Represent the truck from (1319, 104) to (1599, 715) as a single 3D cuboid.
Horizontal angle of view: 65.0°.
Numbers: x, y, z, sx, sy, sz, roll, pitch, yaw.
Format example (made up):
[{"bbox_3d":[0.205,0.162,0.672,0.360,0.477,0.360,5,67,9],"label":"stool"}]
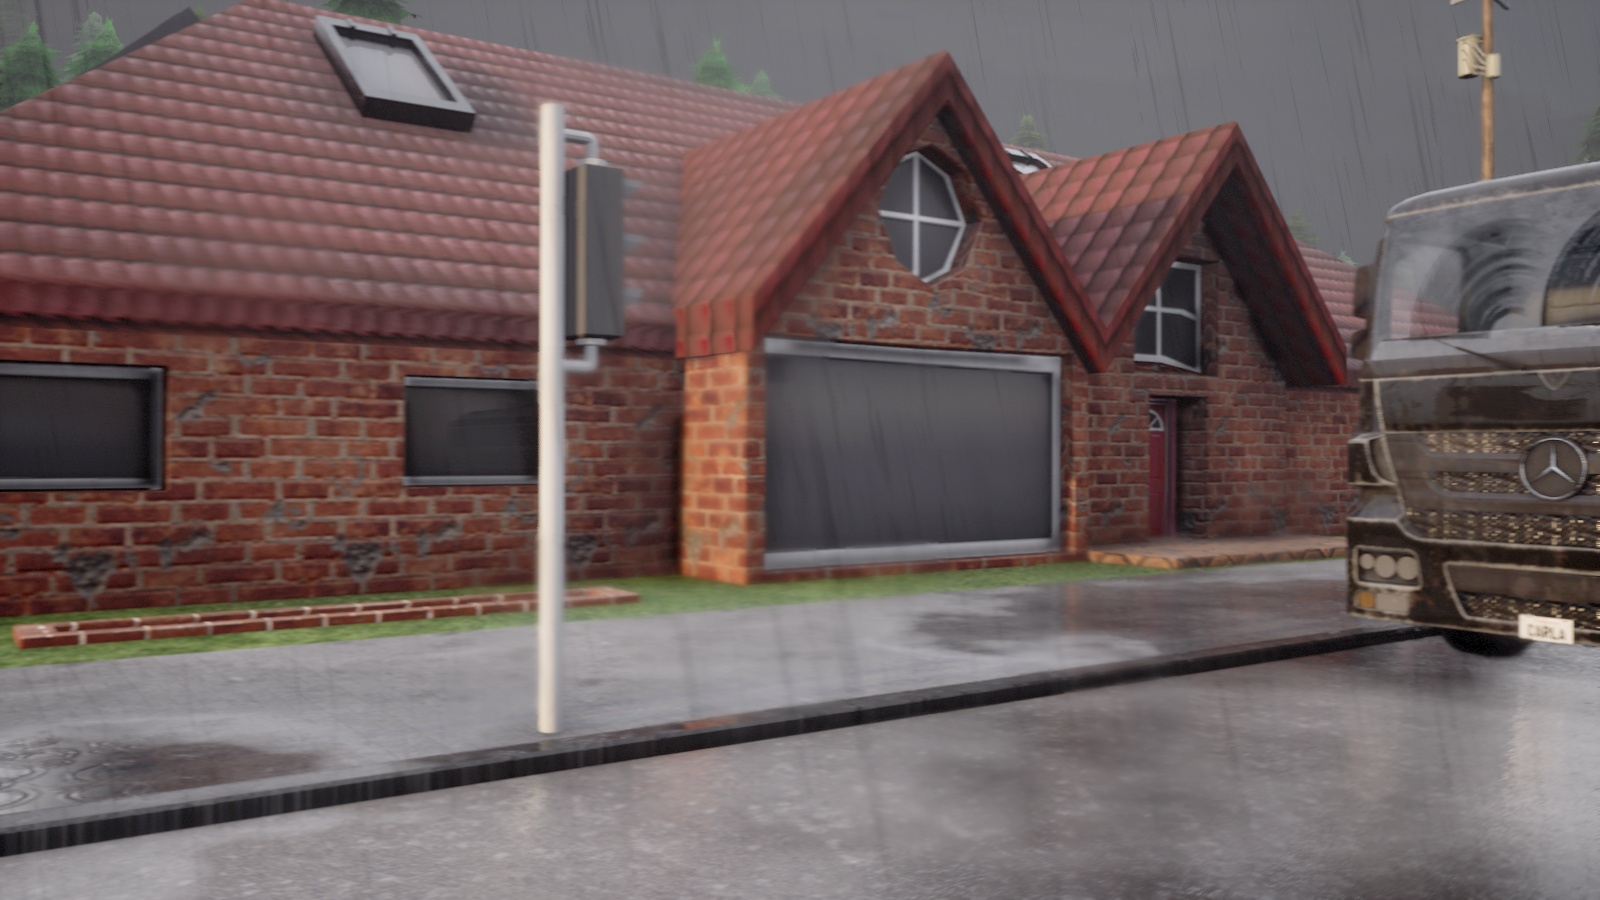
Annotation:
[{"bbox_3d":[7.660,-0.230,9.585,7.936,3.462,2.891,0,0,-34],"label":"truck"}]
